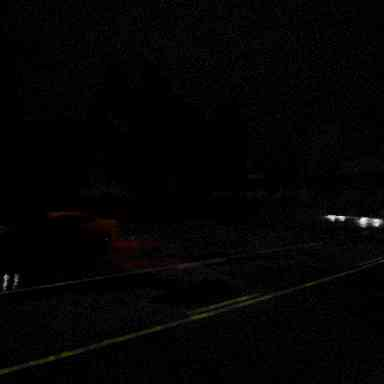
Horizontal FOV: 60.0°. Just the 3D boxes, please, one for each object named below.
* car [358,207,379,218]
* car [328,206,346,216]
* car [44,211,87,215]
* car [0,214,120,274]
[{"bbox_3d":[22.792,2.624,43.049,1.895,1.301,4.718,0,-1,20],"label":"car"},{"bbox_3d":[20.364,2.663,46.910,1.994,1.385,4.181,0,-2,17],"label":"car"},{"bbox_3d":[-5.366,1.531,13.319,5.008,1.535,1.882,1,-1,-39],"label":"car"},{"bbox_3d":[-4.668,1.554,9.434,4.674,1.442,1.812,1,0,-38],"label":"car"}]
